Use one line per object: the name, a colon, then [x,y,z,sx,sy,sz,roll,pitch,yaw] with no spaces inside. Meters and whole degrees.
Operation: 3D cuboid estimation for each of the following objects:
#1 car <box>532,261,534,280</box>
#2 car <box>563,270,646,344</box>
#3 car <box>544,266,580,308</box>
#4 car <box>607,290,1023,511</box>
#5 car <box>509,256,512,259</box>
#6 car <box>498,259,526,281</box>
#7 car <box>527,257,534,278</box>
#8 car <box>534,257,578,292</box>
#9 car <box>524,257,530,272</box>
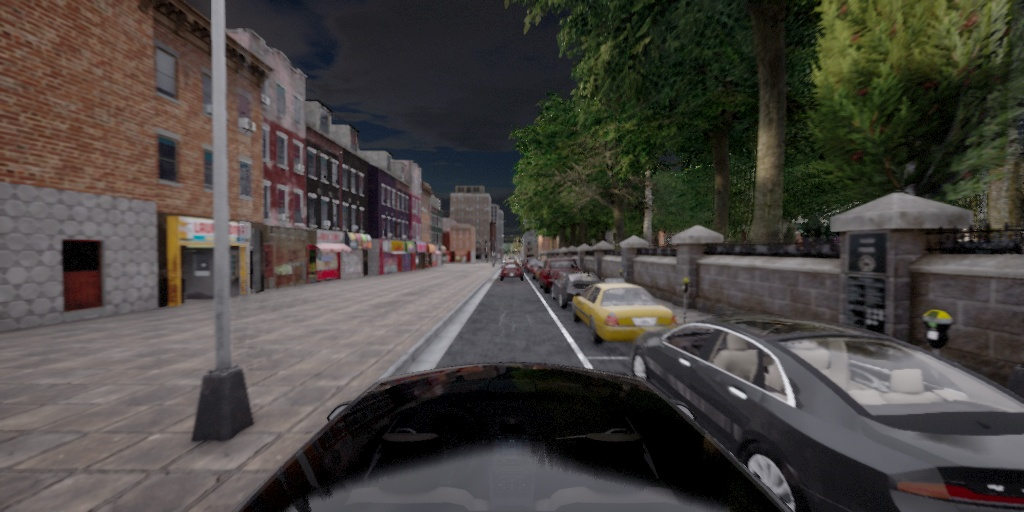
car: [2.625,1.228,25.755,1.751,1.417,4.829,0,0,0]
car: [2.633,1.254,9.404,1.751,1.417,4.829,0,0,0]
car: [2.630,1.267,14.686,2.007,1.370,4.403,0,0,0]
car: [2.636,1.295,3.786,2.007,1.370,4.403,0,0,0]
car: [0.052,1.177,47.779,1.882,1.535,5.008,0,0,0]
car: [-0.002,1.224,29.583,1.812,1.442,4.674,0,0,0]
car: [2.623,1.137,31.035,1.967,1.591,4.097,0,0,0]
car: [2.628,1.023,20.134,2.192,1.841,5.009,0,0,0]
car: [2.618,1.136,41.935,1.967,1.591,4.097,0,0,0]
